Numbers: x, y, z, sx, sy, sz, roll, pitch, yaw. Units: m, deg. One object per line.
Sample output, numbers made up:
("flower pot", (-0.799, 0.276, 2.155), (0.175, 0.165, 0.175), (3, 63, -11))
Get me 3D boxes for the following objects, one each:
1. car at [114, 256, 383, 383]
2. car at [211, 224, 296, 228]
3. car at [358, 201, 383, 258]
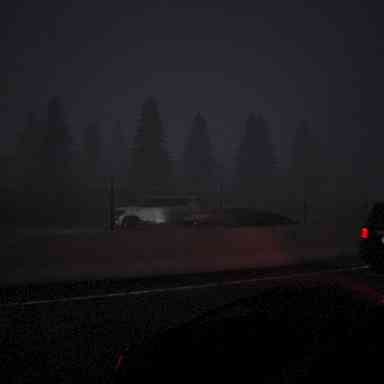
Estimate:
("car", (1.423, 1.563, 2.902), (4.181, 1.385, 1.994), (0, 0, -20))
("car", (2.840, 1.564, 14.923), (4.181, 1.385, 1.994), (0, 0, -24))
("car", (7.020, 1.221, 8.841), (5.566, 2.045, 2.150), (0, 0, -24))
